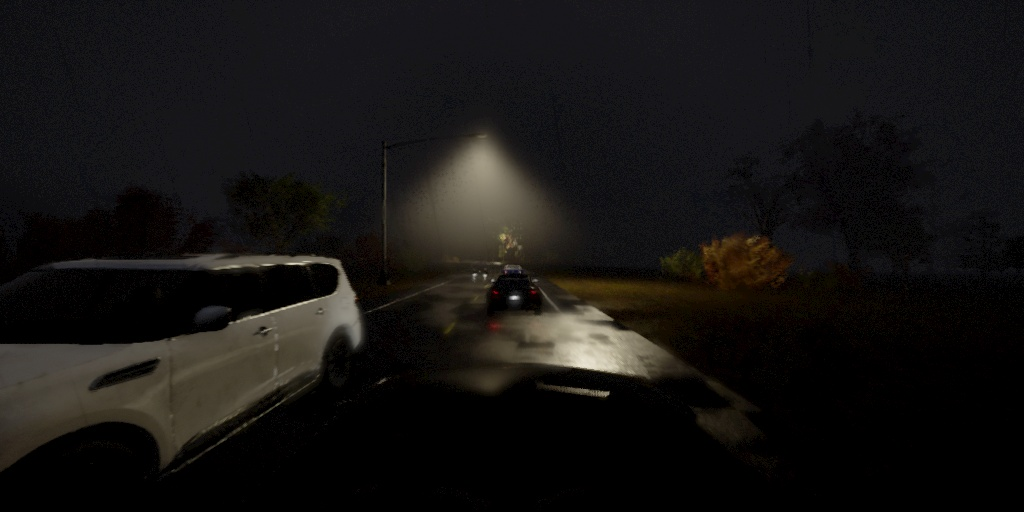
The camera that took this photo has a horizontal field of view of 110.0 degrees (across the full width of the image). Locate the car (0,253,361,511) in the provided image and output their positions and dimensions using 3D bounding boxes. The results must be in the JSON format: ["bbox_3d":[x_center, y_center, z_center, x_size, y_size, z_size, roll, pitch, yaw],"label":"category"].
[{"bbox_3d":[-3.600,0.980,3.799,2.150,2.045,5.566,0,0,0],"label":"car"}]

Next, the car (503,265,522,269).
[{"bbox_3d":[0.043,1.482,33.855,1.895,1.301,4.718,0,0,-1],"label":"car"}]

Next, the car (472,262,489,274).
[{"bbox_3d":[-3.895,1.473,45.412,2.033,1.411,5.357,0,0,-1],"label":"car"}]

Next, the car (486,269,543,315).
[{"bbox_3d":[0.101,1.365,13.901,1.994,1.385,4.181,0,0,0],"label":"car"}]
